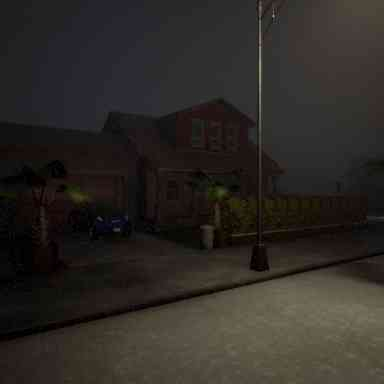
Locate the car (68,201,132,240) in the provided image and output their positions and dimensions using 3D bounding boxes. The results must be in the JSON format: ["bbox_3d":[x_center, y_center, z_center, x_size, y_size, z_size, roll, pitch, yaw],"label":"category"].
[{"bbox_3d":[-4.076,1.174,14.562,1.845,1.501,3.633,0,0,-38],"label":"car"}]
